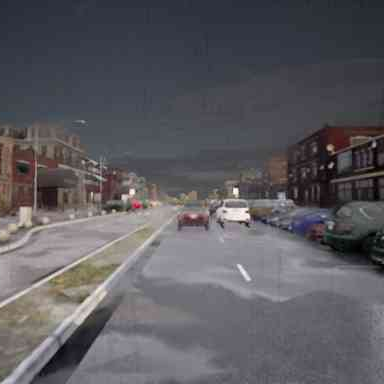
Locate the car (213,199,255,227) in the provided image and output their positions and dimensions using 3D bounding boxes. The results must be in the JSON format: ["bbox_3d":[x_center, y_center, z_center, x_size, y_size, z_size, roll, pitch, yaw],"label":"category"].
[{"bbox_3d":[3.120,1.599,25.967,2.150,2.045,5.566,0,-1,0],"label":"car"}]

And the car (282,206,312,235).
[{"bbox_3d":[7.654,1.701,17.539,5.008,1.535,2.097,0,-1,0],"label":"car"}]

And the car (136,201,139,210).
[{"bbox_3d":[-12.815,2.805,61.711,4.792,1.488,2.163,0,-1,0],"label":"car"}]

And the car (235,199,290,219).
[{"bbox_3d":[7.653,1.859,36.836,5.566,2.045,2.435,0,-2,0],"label":"car"}]

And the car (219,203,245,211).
[{"bbox_3d":[7.684,2.876,64.395,4.792,1.488,2.163,0,-1,0],"label":"car"}]

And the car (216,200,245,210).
[{"bbox_3d":[7.688,2.661,67.158,5.566,2.045,2.435,0,-1,0],"label":"car"}]

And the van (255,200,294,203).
[{"bbox_3d":[7.791,1.746,31.200,4.442,1.987,1.878,0,-1,0],"label":"van"}]

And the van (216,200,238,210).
[{"bbox_3d":[7.606,2.814,72.673,4.442,1.987,1.878,0,-1,0],"label":"van"}]

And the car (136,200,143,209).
[{"bbox_3d":[-12.857,2.589,64.370,5.566,2.045,2.435,0,-1,0],"label":"car"}]

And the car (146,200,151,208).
[{"bbox_3d":[-12.749,2.846,75.603,5.566,2.045,2.435,0,-1,0],"label":"car"}]

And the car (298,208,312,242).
[{"bbox_3d":[7.661,1.657,14.783,5.008,1.535,2.097,0,-1,0],"label":"car"}]

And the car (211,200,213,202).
[{"bbox_3d":[7.708,3.205,86.458,4.553,1.767,2.185,0,-1,0],"label":"car"}]

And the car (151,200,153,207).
[{"bbox_3d":[-12.585,3.154,78.380,5.366,1.575,1.946,0,-1,0],"label":"car"}]

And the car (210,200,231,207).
[{"bbox_3d":[7.774,3.190,91.975,5.566,2.045,2.435,0,-1,0],"label":"car"}]

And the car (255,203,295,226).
[{"bbox_3d":[7.678,1.913,28.561,5.008,1.535,2.097,0,-1,0],"label":"car"}]

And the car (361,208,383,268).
[{"bbox_3d":[7.618,1.454,9.274,4.553,1.767,2.185,0,-1,0],"label":"car"}]

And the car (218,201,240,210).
[{"bbox_3d":[7.751,2.852,69.913,4.553,1.767,2.185,0,-1,0],"label":"car"}]

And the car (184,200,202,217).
[{"bbox_3d":[0.128,1.997,42.110,2.150,2.045,5.566,0,-2,1],"label":"car"}]

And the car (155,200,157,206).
[{"bbox_3d":[-12.743,3.378,89.372,4.892,1.521,2.231,0,-1,0],"label":"car"}]

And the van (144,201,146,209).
[{"bbox_3d":[-12.906,2.808,72.704,4.442,1.987,1.878,0,-1,0],"label":"van"}]

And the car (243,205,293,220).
[{"bbox_3d":[7.681,2.081,34.070,4.674,1.452,2.002,0,-1,0],"label":"car"}]

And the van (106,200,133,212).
[{"bbox_3d":[-12.743,2.476,58.811,4.442,1.987,1.878,0,-2,0],"label":"van"}]

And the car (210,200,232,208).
[{"bbox_3d":[7.714,3.134,89.218,5.566,2.045,2.435,0,-1,0],"label":"car"}]

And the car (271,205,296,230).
[{"bbox_3d":[7.668,1.749,20.295,4.892,1.521,2.231,0,-1,0],"label":"car"}]

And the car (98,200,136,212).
[{"bbox_3d":[-12.905,2.379,56.037,5.566,2.045,2.435,0,-1,0],"label":"car"}]

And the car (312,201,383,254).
[{"bbox_3d":[7.682,1.365,12.031,5.566,2.045,2.435,0,-1,0],"label":"car"}]

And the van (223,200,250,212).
[{"bbox_3d":[7.824,2.484,58.884,4.442,1.987,1.878,0,-1,0],"label":"van"}]

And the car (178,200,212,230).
[{"bbox_3d":[0.108,1.684,23.808,2.097,1.767,4.553,0,-1,0],"label":"car"}]
